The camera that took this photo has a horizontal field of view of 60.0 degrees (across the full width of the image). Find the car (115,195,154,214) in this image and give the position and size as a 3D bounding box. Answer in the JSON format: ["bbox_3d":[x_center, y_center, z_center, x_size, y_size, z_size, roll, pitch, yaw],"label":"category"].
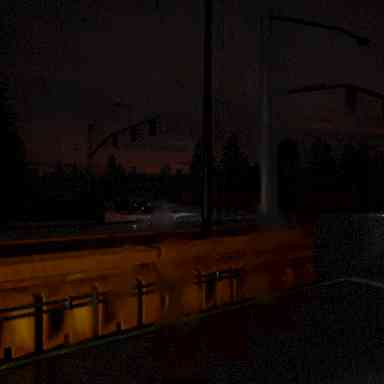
[{"bbox_3d":[-6.835,1.378,37.575,2.150,2.045,5.566,1,0,-36],"label":"car"}]

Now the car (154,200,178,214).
[{"bbox_3d":[-3.529,1.717,38.967,1.812,1.442,4.674,1,0,-36],"label":"car"}]
